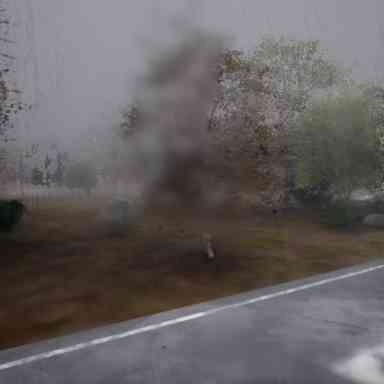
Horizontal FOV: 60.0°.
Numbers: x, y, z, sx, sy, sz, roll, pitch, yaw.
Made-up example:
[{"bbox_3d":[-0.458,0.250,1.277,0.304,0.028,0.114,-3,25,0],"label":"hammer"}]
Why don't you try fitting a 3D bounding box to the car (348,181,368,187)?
[{"bbox_3d":[42.707,-2.069,85.448,4.181,1.385,1.994,-4,3,-12],"label":"car"}]
